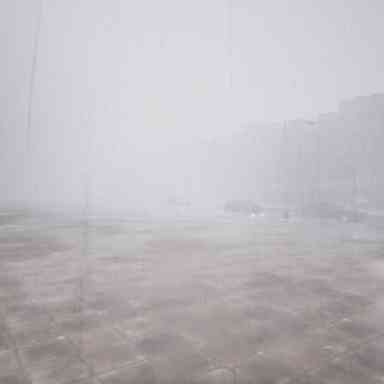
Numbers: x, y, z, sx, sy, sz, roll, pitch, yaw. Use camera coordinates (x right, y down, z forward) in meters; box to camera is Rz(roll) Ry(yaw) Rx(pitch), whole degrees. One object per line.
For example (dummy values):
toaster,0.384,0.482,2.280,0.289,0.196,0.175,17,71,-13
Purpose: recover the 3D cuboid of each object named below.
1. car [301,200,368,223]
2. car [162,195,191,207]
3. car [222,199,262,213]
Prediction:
car,10.690,1.426,25.273,1.837,1.490,4.892,-2,2,-35
car,-2.082,1.167,43.378,2.128,1.511,4.902,-2,2,-35
car,4.952,1.376,33.396,1.994,1.385,4.181,-2,2,-36
